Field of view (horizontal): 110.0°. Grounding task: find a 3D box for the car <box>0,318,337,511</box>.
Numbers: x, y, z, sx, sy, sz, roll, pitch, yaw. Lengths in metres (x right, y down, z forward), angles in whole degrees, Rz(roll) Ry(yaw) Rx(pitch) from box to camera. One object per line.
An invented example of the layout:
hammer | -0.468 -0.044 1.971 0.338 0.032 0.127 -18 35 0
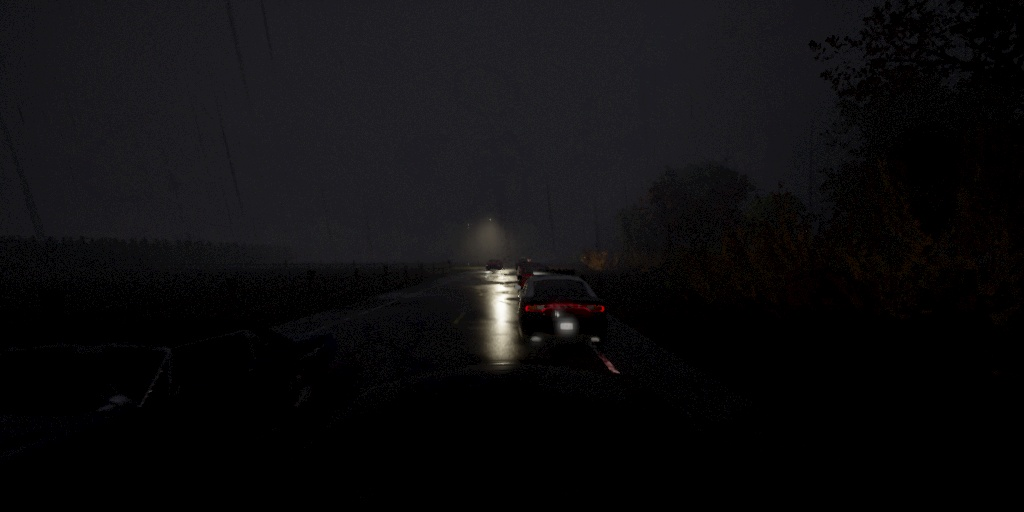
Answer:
car | -3.583 1.348 3.177 1.895 1.301 4.718 0 0 0

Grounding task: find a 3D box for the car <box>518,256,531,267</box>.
car | 2.167 0.968 61.116 2.097 1.767 4.553 0 0 4

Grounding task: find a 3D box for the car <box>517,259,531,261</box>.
car | 1.428 1.181 25.431 1.882 1.535 5.008 0 0 2

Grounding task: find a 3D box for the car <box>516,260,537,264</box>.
car | 1.270 1.194 19.452 1.882 1.535 5.008 0 0 1

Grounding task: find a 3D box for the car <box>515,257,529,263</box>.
car | 1.458 1.152 49.185 1.837 1.490 4.892 0 0 4

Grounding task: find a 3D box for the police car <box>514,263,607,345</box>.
police car | 1.101 1.161 9.596 1.930 1.638 5.238 0 0 1

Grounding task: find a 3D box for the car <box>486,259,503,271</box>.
car | -2.279 1.129 47.032 1.882 1.535 5.008 0 0 3
